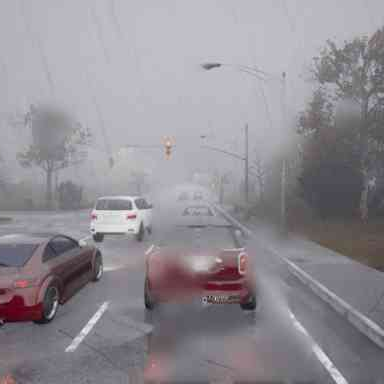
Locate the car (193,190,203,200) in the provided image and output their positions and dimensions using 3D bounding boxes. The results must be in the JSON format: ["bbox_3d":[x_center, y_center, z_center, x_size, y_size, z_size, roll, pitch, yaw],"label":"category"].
[{"bbox_3d":[1.395,0.977,75.487,1.812,1.442,4.674,0,3,1],"label":"car"}]

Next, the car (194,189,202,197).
[{"bbox_3d":[1.604,0.128,85.448,2.097,1.767,4.553,0,3,1],"label":"car"}]

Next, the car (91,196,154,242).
[{"bbox_3d":[-3.242,1.213,16.549,2.150,2.045,5.566,0,0,3],"label":"car"}]

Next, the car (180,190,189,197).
[{"bbox_3d":[-1.895,0.310,85.561,2.033,1.411,5.357,0,3,1],"label":"car"}]

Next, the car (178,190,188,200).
[{"bbox_3d":[-2.104,1.005,75.562,1.994,1.385,4.181,0,3,1],"label":"car"}]

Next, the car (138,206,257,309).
[{"bbox_3d":[0.175,1.348,8.010,2.097,1.767,4.553,0,0,1],"label":"car"}]

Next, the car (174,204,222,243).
[{"bbox_3d":[0.295,1.482,16.986,2.128,1.511,4.902,0,0,1],"label":"car"}]

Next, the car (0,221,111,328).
[{"bbox_3d":[-3.335,1.560,7.131,1.994,1.385,4.181,0,0,1],"label":"car"}]
